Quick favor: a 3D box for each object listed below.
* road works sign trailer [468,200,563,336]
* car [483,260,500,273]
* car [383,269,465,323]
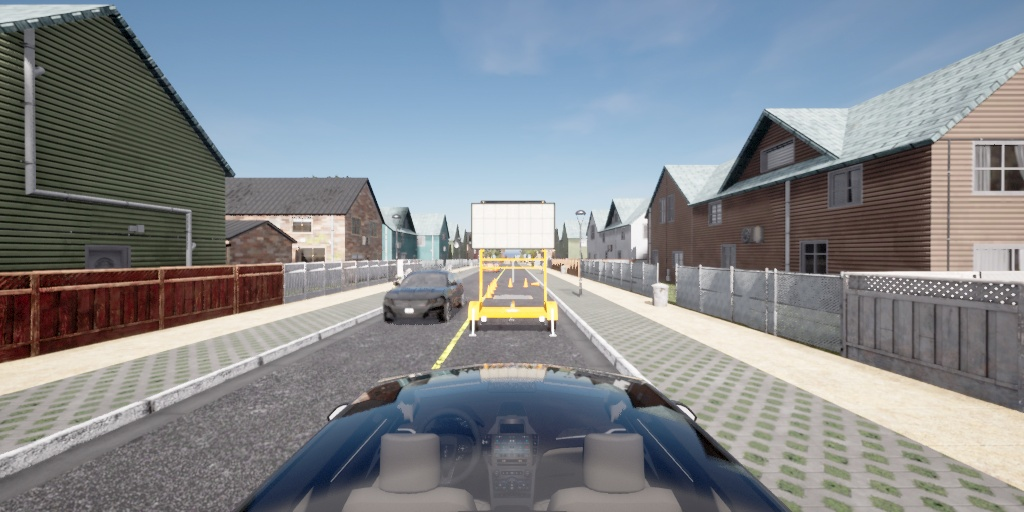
[{"bbox_3d":[0.035,0.213,10.338,2.380,3.560,2.880,0,0,1],"label":"road works sign trailer"},{"bbox_3d":[-2.623,1.189,43.934,2.097,1.767,4.553,0,0,0],"label":"car"},{"bbox_3d":[-2.817,1.227,12.338,1.882,1.535,5.008,0,0,0],"label":"car"}]
